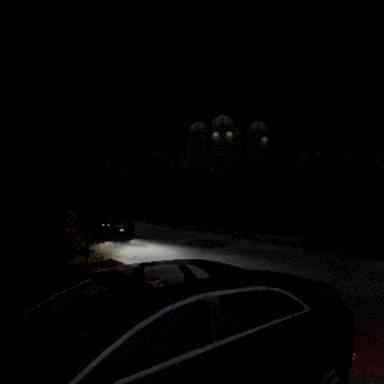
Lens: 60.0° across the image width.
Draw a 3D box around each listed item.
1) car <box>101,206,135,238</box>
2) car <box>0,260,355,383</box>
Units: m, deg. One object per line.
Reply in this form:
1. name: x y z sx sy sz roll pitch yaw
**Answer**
1. car: -4.685 1.523 17.519 2.128 1.511 4.902 0 0 -35
2. car: -0.450 1.498 3.054 4.902 1.511 2.128 0 0 -35
